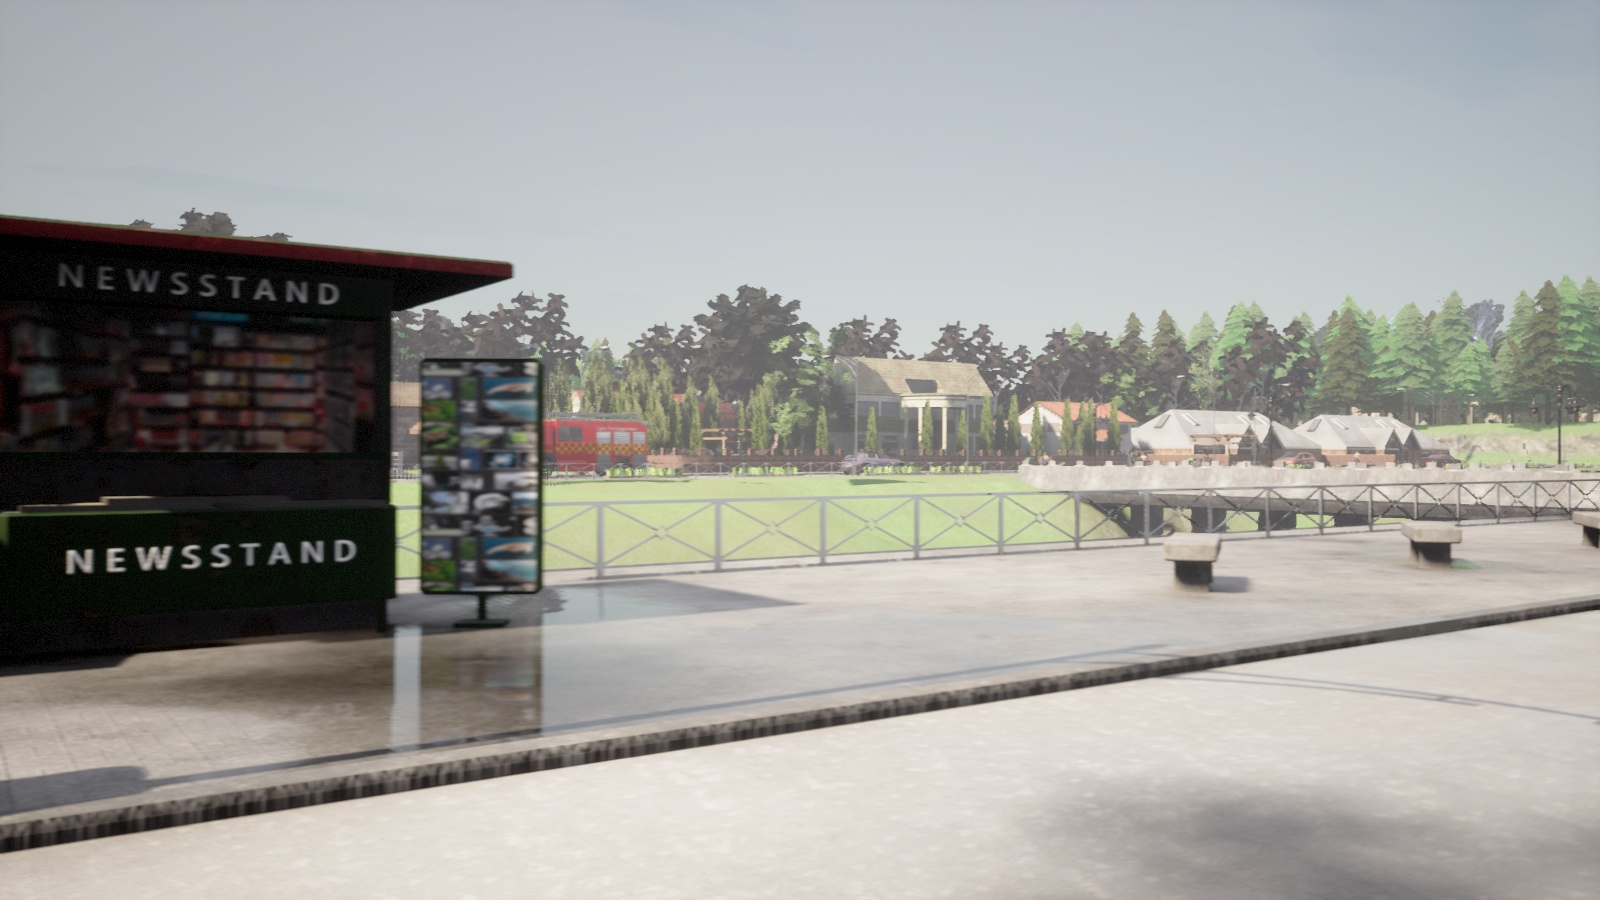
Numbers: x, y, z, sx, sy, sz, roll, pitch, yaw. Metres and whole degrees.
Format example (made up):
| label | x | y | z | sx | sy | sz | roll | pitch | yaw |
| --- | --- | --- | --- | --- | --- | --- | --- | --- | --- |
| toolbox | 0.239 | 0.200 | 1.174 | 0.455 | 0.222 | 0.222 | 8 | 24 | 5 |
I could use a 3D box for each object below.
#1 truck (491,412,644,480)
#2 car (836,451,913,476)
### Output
| label | x | y | z | sx | sy | sz | roll | pitch | yaw |
| --- | --- | --- | --- | --- | --- | --- | --- | --- | --- |
| truck | -13.767 | -0.207 | 74.734 | 8.468 | 3.827 | 2.891 | 0 | 0 | -35 |
| car | 4.919 | 0.868 | 82.857 | 4.856 | 1.649 | 2.033 | 0 | 0 | -35 |
